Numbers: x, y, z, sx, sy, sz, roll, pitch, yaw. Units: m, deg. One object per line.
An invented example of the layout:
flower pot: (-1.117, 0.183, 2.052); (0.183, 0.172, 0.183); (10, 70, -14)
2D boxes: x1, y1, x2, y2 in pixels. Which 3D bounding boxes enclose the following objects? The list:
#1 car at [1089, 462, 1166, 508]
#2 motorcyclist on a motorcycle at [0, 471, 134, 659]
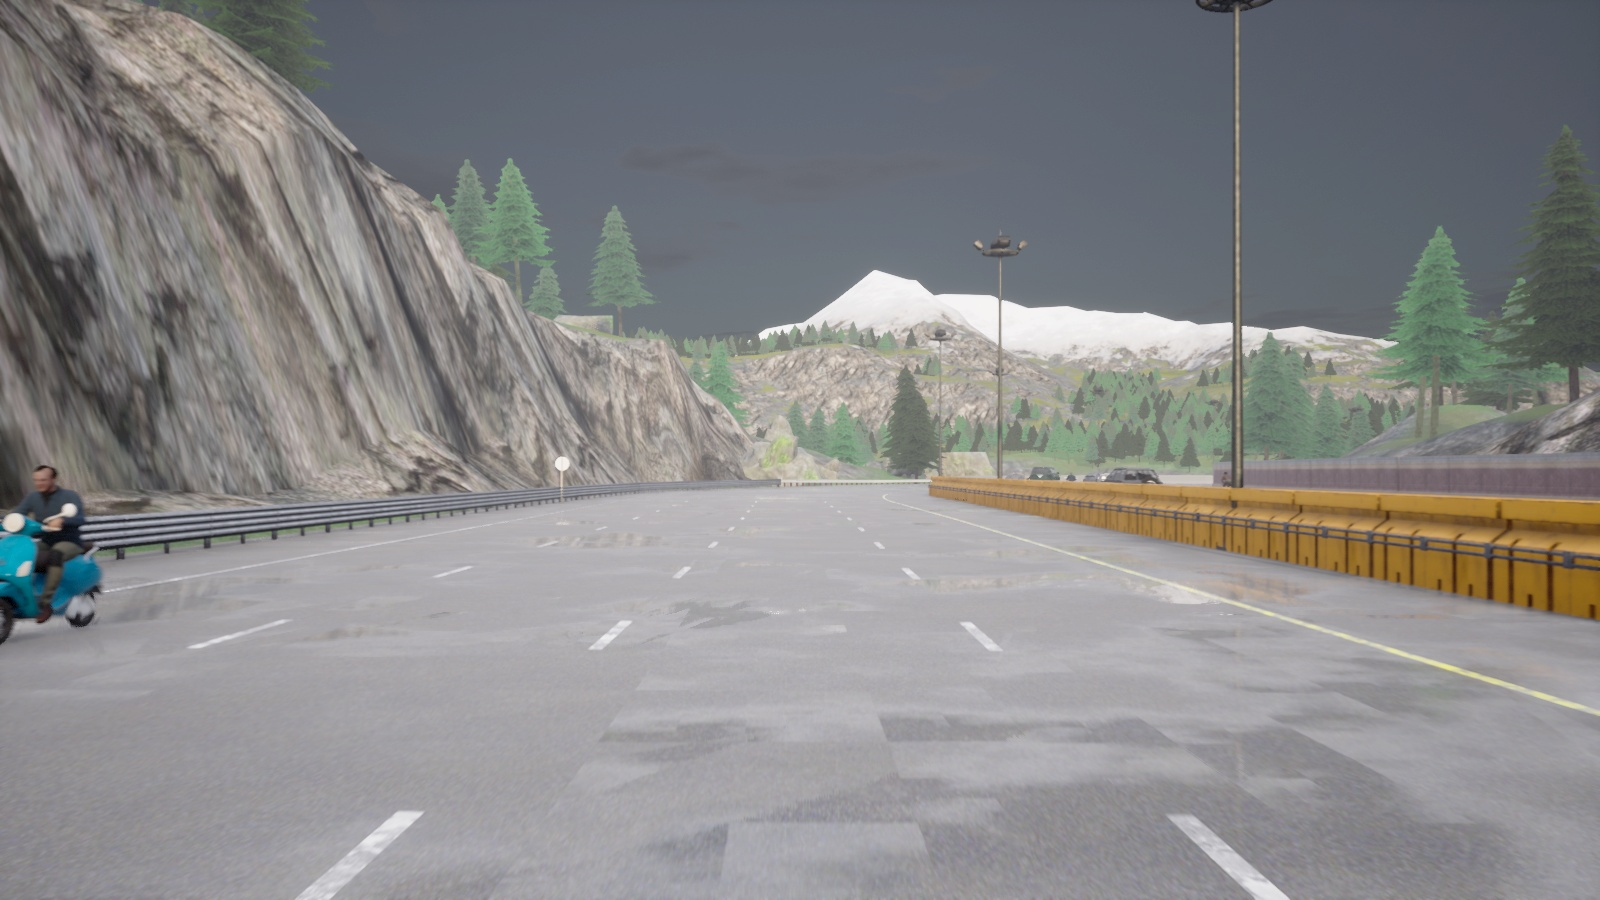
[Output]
car: (13.716, 1.461, 52.873); (1.932, 1.855, 4.605); (0, -1, -1)
motorcyclist on a motorcycle: (-7.027, 0.989, 11.523); (0.866, 1.590, 1.817); (0, -1, 0)
